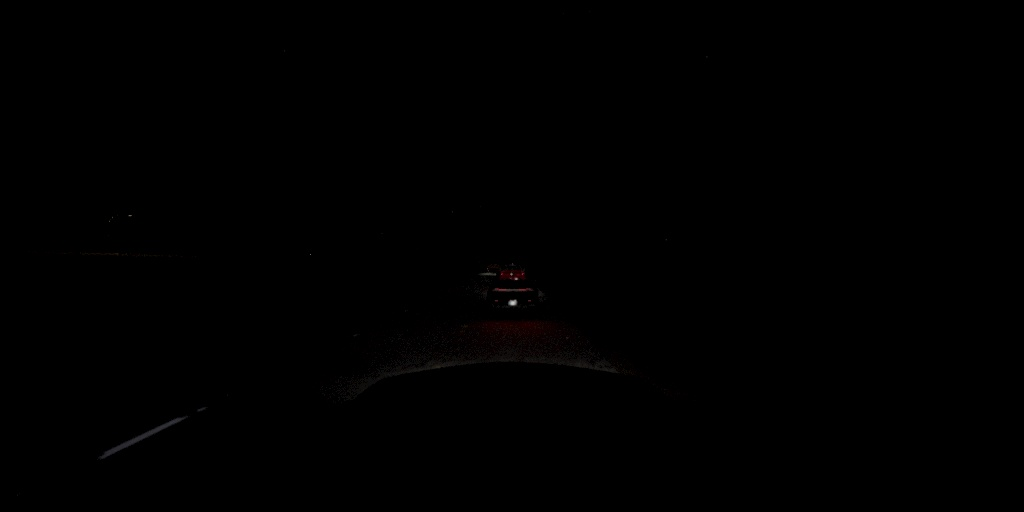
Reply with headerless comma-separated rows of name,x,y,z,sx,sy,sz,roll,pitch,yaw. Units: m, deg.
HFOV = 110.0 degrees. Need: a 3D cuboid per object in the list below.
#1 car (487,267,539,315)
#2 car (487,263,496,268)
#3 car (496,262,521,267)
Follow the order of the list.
car,0.045,1.373,14.305,2.128,1.511,4.902,0,-1,0
car,-2.801,1.822,54.922,1.882,1.535,5.008,0,-1,0
car,0.046,1.403,29.257,2.097,1.767,4.553,0,-1,0
